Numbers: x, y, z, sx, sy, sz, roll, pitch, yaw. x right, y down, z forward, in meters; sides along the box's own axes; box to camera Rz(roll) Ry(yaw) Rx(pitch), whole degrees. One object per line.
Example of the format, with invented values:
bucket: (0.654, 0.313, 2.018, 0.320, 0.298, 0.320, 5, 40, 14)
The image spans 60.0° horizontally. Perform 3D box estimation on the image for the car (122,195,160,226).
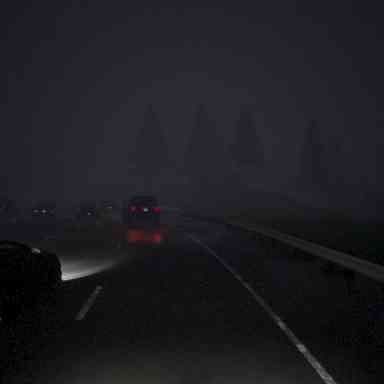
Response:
car: (-3.747, 1.245, 24.026, 2.150, 2.045, 5.566, 0, 0, -16)

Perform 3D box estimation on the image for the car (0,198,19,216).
car: (-18.528, 1.426, 33.208, 2.097, 1.767, 4.553, 0, 0, -25)

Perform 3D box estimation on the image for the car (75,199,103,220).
car: (-9.136, 1.568, 29.026, 1.812, 1.442, 4.674, 0, 0, -20)

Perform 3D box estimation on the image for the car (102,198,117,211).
car: (-10.537, 1.559, 40.614, 1.837, 1.490, 4.892, 0, 0, -27)

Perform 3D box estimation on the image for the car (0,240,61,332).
car: (-3.984, 1.579, 6.258, 1.994, 1.385, 4.181, 0, 0, -5)

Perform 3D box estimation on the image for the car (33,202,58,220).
car: (-12.789, 1.601, 29.029, 2.033, 1.411, 5.357, 0, 0, -22)
